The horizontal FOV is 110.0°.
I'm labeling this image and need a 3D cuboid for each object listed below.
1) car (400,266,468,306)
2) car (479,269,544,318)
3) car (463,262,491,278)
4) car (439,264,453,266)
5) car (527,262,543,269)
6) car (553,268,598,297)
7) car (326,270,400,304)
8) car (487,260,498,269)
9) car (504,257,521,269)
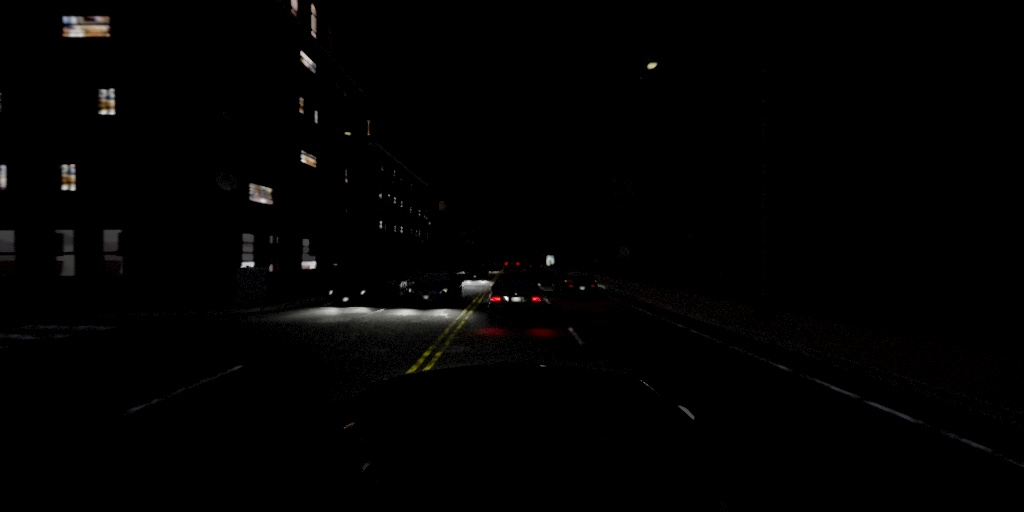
[{"bbox_3d":[-3.359,1.363,16.350,1.812,1.442,4.674,0,0,0],"label":"car"},{"bbox_3d":[0.118,1.354,13.170,2.033,1.411,5.357,0,0,0],"label":"car"},{"bbox_3d":[-3.338,1.532,34.526,1.895,1.301,4.718,0,0,0],"label":"car"},{"bbox_3d":[-6.589,1.495,35.206,2.033,1.411,5.357,0,0,0],"label":"car"},{"bbox_3d":[3.263,1.556,50.943,1.994,1.385,4.181,0,0,0],"label":"car"},{"bbox_3d":[3.354,1.355,19.408,1.812,1.442,4.674,0,0,0],"label":"car"},{"bbox_3d":[-6.687,1.405,17.316,2.033,1.411,5.357,0,0,3],"label":"car"},{"bbox_3d":[-3.236,1.405,55.558,2.097,1.767,4.553,0,0,0],"label":"car"},{"bbox_3d":[0.012,1.224,50.552,2.150,2.045,5.566,0,0,0],"label":"car"}]
